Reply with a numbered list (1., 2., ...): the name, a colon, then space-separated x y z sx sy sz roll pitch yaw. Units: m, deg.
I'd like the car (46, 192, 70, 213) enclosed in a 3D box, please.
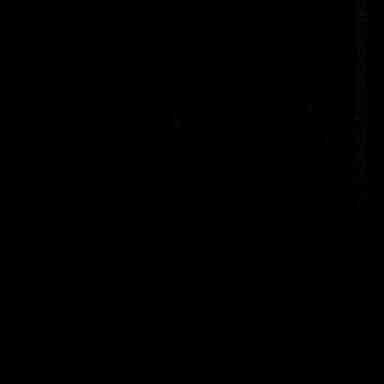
1. car: -12.233 1.034 34.204 2.150 2.045 5.566 1 1 28
